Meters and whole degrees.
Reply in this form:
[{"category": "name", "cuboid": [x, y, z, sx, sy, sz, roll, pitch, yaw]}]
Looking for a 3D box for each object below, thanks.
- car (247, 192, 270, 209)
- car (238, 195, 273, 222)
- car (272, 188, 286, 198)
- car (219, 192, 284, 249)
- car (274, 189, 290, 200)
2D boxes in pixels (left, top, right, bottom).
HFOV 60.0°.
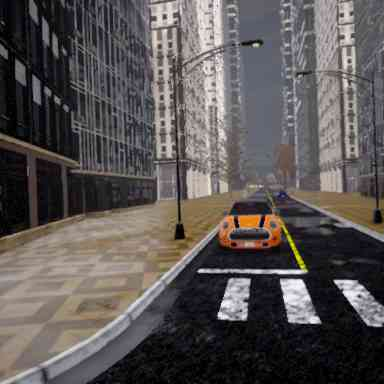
[{"category": "car", "cuboid": [6.746, 0.797, 33.352, 2.033, 1.411, 5.357, -2, 1, 13]}, {"category": "car", "cuboid": [4.495, 1.040, 22.965, 2.033, 1.411, 5.357, -2, 1, 13]}, {"category": "car", "cuboid": [14.701, 0.142, 56.223, 2.033, 1.411, 5.357, -2, 1, 12]}, {"category": "car", "cuboid": [2.327, 1.077, 13.011, 2.097, 1.767, 4.553, -2, 1, 12]}, {"category": "car", "cuboid": [12.606, 0.346, 46.557, 1.812, 1.442, 4.674, -2, 1, 12]}]
